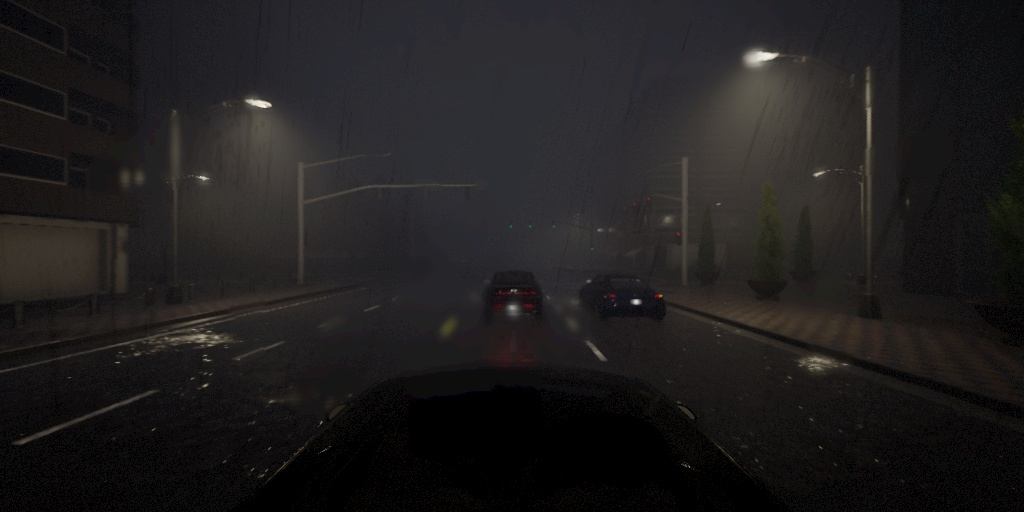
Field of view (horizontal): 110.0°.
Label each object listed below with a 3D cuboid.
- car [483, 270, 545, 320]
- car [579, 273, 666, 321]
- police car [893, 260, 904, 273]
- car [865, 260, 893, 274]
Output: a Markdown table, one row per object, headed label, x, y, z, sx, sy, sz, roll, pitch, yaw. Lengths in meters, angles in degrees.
| label | x | y | z | sx | sy | sz | roll | pitch | yaw |
| --- | --- | --- | --- | --- | --- | --- | --- | --- | --- |
| car | 0.067 | 1.220 | 12.380 | 1.837 | 1.490 | 4.892 | 0 | 0 | 0 |
| car | 3.566 | 1.279 | 12.256 | 1.994 | 1.385 | 4.181 | 0 | 0 | 0 |
| police car | 42.801 | 1.117 | 36.618 | 5.238 | 1.638 | 1.930 | 0 | 0 | 0 |
| car | 42.560 | 1.158 | 40.181 | 5.008 | 1.535 | 1.882 | 0 | 0 | 0 |
